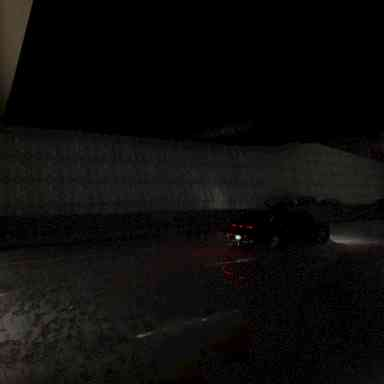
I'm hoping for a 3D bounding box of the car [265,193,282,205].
[{"bbox_3d":[12.366,1.185,44.611,5.566,2.045,2.150,0,0,-32],"label":"car"}]

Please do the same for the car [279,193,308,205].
[{"bbox_3d":[13.551,1.316,41.218,4.553,1.767,2.097,0,0,-32],"label":"car"}]

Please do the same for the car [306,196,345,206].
[{"bbox_3d":[15.757,1.490,38.461,4.674,1.442,1.812,0,0,-32],"label":"car"}]

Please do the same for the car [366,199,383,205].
[{"bbox_3d":[22.075,1.508,38.305,5.357,1.411,2.033,0,0,-32],"label":"car"}]

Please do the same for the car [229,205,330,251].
[{"bbox_3d":[3.814,1.493,14.174,4.892,1.490,1.837,0,0,-32],"label":"car"}]
